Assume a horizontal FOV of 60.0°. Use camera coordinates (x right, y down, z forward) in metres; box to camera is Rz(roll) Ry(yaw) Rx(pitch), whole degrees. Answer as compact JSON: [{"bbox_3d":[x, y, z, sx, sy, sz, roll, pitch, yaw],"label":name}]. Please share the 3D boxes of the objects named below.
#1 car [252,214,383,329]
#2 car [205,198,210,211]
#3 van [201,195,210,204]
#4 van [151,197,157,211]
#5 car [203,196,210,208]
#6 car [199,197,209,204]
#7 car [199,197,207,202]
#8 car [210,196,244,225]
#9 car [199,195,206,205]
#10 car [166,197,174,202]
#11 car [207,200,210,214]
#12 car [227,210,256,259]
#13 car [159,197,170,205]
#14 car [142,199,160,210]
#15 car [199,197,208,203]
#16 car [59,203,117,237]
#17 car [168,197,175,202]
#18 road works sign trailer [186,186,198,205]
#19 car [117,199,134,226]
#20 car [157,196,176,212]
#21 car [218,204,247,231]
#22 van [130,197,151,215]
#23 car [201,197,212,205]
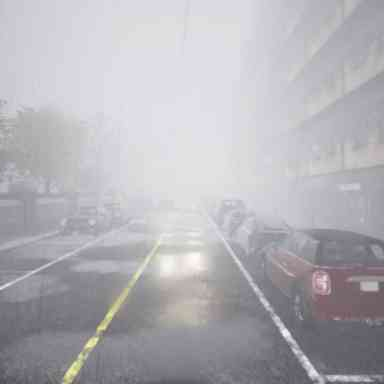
[{"bbox_3d":[2.694,1.462,6.987,1.967,1.590,4.097,0,0,0],"label":"car"},{"bbox_3d":[2.696,1.667,35.137,1.887,1.381,4.507,0,0,0],"label":"car"},{"bbox_3d":[2.700,1.617,68.918,1.690,1.788,3.998,0,0,0],"label":"van"},{"bbox_3d":[-5.683,1.486,40.768,1.690,1.788,3.998,0,0,0],"label":"van"},{"bbox_3d":[2.697,1.585,40.766,1.967,1.590,4.097,0,0,0],"label":"car"},{"bbox_3d":[2.700,1.869,74.548,1.947,1.339,4.313,0,0,0],"label":"car"},{"bbox_3d":[2.702,1.903,85.809,1.887,1.381,4.507,0,0,0],"label":"car"},{"bbox_3d":[2.696,1.394,23.877,2.192,1.841,5.009,0,0,0],"label":"car"},{"bbox_3d":[2.698,1.510,52.027,2.192,1.841,5.009,0,0,0],"label":"car"},{"bbox_3d":[-5.679,1.924,85.810,1.947,1.339,4.313,0,0,0],"label":"car"},{"bbox_3d":[2.695,1.651,29.507,2.008,1.369,4.403,0,0,0],"label":"car"},{"bbox_3d":[2.694,1.591,12.616,2.008,1.369,4.403,0,0,0],"label":"car"},{"bbox_3d":[-5.681,1.801,68.749,1.752,1.417,4.829,0,0,0],"label":"car"},{"bbox_3d":[-5.683,1.720,46.397,2.008,1.369,4.403,0,0,0],"label":"car"},{"bbox_3d":[2.701,1.881,80.178,2.008,1.369,4.403,0,0,0],"label":"car"},{"bbox_3d":[-5.686,1.500,18.248,1.967,1.590,4.097,0,0,0],"label":"car"},{"bbox_3d":[-5.679,1.967,91.441,1.802,1.307,4.206,0,0,0],"label":"car"},{"bbox_3d":[0.007,0.710,62.742,2.380,3.560,2.880,0,0,0],"label":"road works sign trailer"},{"bbox_3d":[-5.685,1.520,23.878,1.967,1.590,4.097,0,0,0],"label":"car"},{"bbox_3d":[-3.084,1.626,41.488,1.882,1.535,5.008,0,0,0],"label":"car"},{"bbox_3d":[2.695,1.604,18.246,1.887,1.381,4.507,0,0,0],"label":"car"},{"bbox_3d":[-5.684,1.463,35.138,1.690,1.788,3.998,0,0,0],"label":"van"},{"bbox_3d":[2.699,1.689,63.287,1.967,1.590,4.097,0,0,0],"label":"car"}]
